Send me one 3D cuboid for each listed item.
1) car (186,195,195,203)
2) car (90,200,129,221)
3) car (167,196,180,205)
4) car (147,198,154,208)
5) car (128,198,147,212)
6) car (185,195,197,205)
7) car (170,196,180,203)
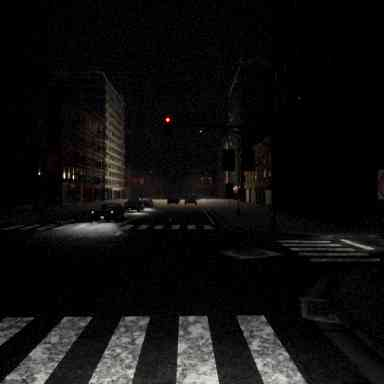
[{"bbox_3d":[-0.273,1.464,68.332,1.882,1.535,5.008,0,0,0],"label":"car"},{"bbox_3d":[-6.708,1.600,27.014,1.895,1.301,4.718,0,0,0],"label":"car"},{"bbox_3d":[-3.390,1.467,59.731,1.882,1.535,5.008,0,0,0],"label":"car"},{"bbox_3d":[-6.787,1.594,48.778,1.895,1.301,4.718,0,0,0],"label":"car"},{"bbox_3d":[-6.751,1.522,38.410,1.812,1.442,4.674,0,0,0],"label":"car"},{"bbox_3d":[-0.233,1.342,58.300,2.097,1.767,4.553,0,0,0],"label":"car"},{"bbox_3d":[-3.445,1.587,69.884,1.895,1.301,4.718,0,0,0],"label":"car"}]
